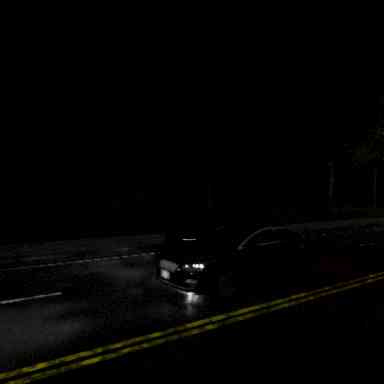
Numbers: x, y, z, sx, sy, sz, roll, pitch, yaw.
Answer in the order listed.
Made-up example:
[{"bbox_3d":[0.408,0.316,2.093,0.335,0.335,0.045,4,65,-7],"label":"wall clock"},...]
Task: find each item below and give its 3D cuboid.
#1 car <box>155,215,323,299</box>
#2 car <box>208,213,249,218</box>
[{"bbox_3d":[1.417,1.558,8.686,4.902,1.511,2.128,1,0,-35],"label":"car"},{"bbox_3d":[1.314,1.566,12.606,5.008,1.535,1.882,1,0,-35],"label":"car"}]
